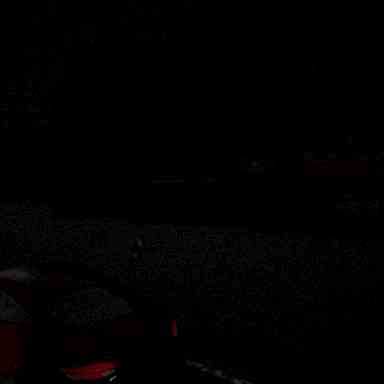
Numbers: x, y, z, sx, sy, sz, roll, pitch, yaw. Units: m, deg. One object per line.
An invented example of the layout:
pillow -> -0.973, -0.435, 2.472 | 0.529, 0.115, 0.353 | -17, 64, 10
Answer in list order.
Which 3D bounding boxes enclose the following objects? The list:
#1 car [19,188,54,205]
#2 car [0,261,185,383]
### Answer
car -> -19.087, 0.575, 42.772 | 2.150, 2.045, 5.566 | 1, 2, 36
car -> -2.012, 1.579, 4.243 | 4.206, 1.307, 1.802 | 0, 1, 36
